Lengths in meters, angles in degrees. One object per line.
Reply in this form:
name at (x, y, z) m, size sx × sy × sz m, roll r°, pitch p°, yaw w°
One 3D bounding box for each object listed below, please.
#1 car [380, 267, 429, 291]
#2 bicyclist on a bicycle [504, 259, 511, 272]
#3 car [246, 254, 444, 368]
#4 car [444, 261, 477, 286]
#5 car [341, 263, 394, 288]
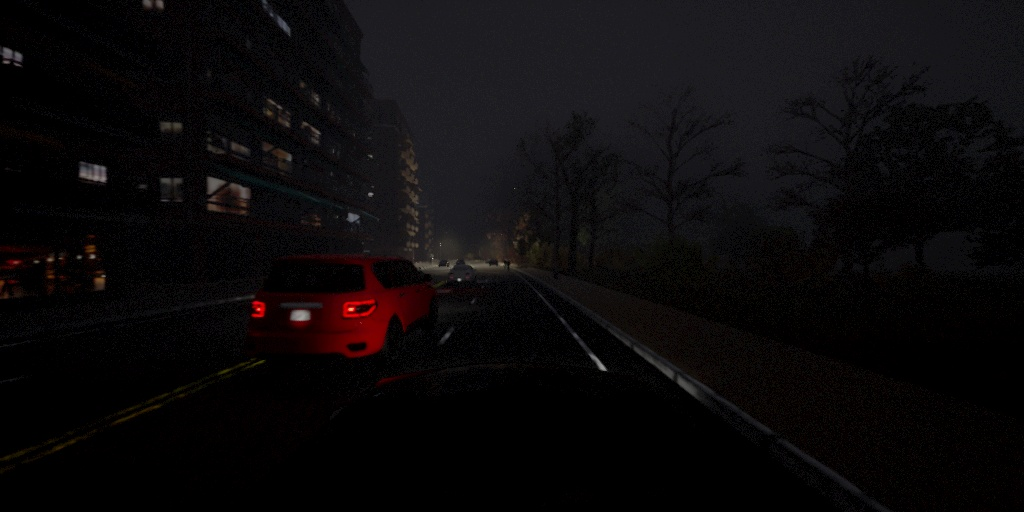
car at (-6.900, 1.407, 23.542) m, size 1.895 × 1.301 × 4.718 m, roll 0°, pitch 0°, yaw -2°
bicyclist on a bicycle at (-0.423, 1.299, 46.381) m, size 0.582 × 1.620 × 1.656 m, roll 0°, pitch -1°, yaw -4°
car at (-3.174, 0.988, 8.034) m, size 2.150 × 2.045 × 5.566 m, roll 0°, pitch 0°, yaw 0°
car at (-3.529, 1.334, 25.858) m, size 1.812 × 1.442 × 4.674 m, roll 0°, pitch 0°, yaw -2°
car at (-10.224, 1.291, 25.826) m, size 1.882 × 1.535 × 5.008 m, roll 0°, pitch 0°, yaw -2°
